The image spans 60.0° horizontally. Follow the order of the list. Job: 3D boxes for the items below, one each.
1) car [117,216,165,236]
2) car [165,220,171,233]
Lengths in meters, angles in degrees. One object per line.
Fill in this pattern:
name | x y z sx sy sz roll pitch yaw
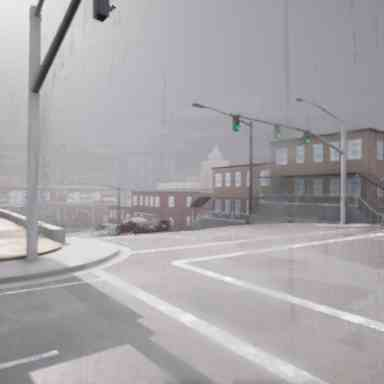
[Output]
car | -4.314 2.619 26.004 1.812 1.442 4.674 1 -9 -36
car | -3.948 3.330 31.578 1.882 1.535 5.008 1 -12 -36
